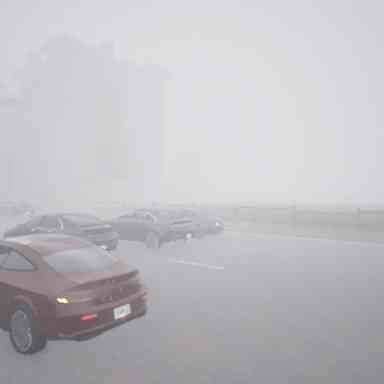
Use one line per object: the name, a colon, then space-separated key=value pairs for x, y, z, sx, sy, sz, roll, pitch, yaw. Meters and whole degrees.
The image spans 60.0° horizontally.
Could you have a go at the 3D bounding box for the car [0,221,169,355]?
car: x=-2.855 y=1.496 z=5.996 sx=4.674 sy=1.442 sz=1.812 roll=0 pitch=0 yaw=35

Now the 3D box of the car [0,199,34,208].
car: x=-14.788 y=1.360 z=27.366 sx=4.892 sy=1.490 sz=1.837 roll=0 pitch=0 yaw=35

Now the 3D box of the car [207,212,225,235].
car: x=-0.422 y=1.509 z=17.165 sx=4.181 sy=1.385 sz=1.994 roll=0 pitch=0 yaw=35

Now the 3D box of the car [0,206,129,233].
car: x=-4.679 y=1.450 z=11.603 sx=4.892 sy=1.490 sz=1.837 roll=0 pitch=0 yaw=35

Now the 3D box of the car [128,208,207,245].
car: x=-2.094 y=1.440 z=14.059 sx=4.902 sy=1.511 sz=2.128 roll=0 pitch=0 yaw=35
